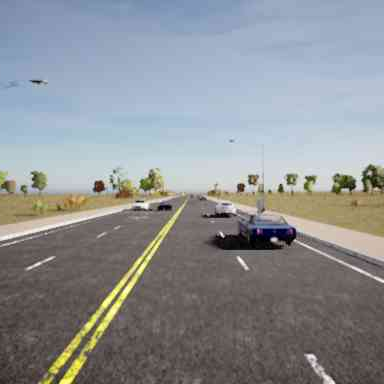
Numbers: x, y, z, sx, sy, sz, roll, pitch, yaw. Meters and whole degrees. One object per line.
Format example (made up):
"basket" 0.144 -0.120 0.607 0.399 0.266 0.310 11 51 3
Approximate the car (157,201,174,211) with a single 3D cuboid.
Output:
"car" -3.337 1.759 42.275 1.895 1.301 4.718 0 0 0

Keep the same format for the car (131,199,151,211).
"car" -6.584 1.686 42.894 1.812 1.442 4.674 0 0 0

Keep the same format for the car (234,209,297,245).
"car" 3.351 1.660 15.764 1.895 1.301 4.718 0 0 0

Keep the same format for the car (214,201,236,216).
"car" 3.353 1.652 33.645 1.812 1.442 4.674 0 0 0
